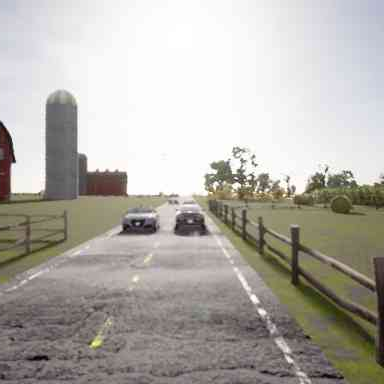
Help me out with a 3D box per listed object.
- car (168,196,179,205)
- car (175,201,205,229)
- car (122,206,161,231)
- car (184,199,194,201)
[{"bbox_3d":[-3.418,1.567,62.595,2.128,1.511,4.902,0,0,0],"label":"car"},{"bbox_3d":[-0.124,1.543,21.801,1.812,1.442,4.674,0,0,-1],"label":"car"},{"bbox_3d":[-3.055,1.582,20.655,1.994,1.385,4.181,0,0,-1],"label":"car"},{"bbox_3d":[-0.339,1.605,42.969,1.994,1.385,4.181,0,0,-1],"label":"car"}]
